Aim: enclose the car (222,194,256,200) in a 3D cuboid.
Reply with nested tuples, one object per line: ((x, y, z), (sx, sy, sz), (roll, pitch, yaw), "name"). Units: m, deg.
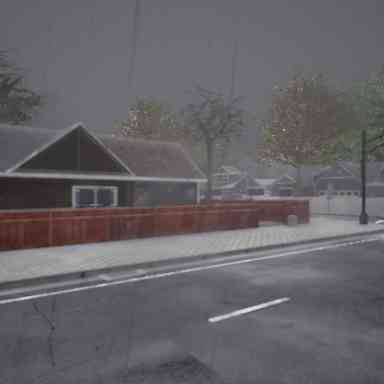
((5.389, 1.224, 35.483), (2.150, 2.045, 5.566), (0, 0, -36), "car")
